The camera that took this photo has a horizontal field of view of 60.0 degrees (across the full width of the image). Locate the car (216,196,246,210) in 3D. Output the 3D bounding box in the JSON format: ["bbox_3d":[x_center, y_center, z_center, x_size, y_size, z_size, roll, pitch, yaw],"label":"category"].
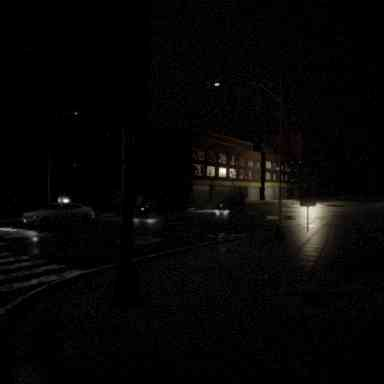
[{"bbox_3d":[4.761,1.294,40.324,2.128,1.511,4.902,1,1,36],"label":"car"}]

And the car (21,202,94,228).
[{"bbox_3d":[-8.566,1.416,21.641,1.812,1.442,4.674,1,1,35],"label":"car"}]

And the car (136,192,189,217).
[{"bbox_3d":[-2.520,1.073,30.124,2.150,2.045,5.566,1,1,36],"label":"car"}]
